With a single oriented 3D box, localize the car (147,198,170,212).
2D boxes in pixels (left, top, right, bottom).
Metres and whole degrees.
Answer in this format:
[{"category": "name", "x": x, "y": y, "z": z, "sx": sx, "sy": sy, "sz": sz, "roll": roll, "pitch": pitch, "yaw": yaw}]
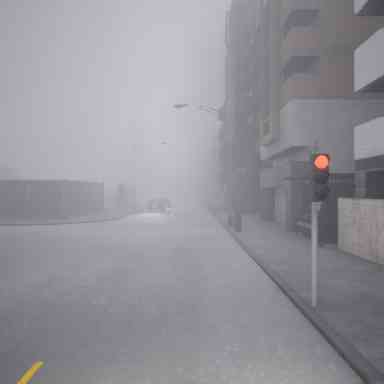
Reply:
[{"category": "car", "x": -4.127, "y": 1.491, "z": 39.308, "sx": 2.128, "sy": 1.511, "sz": 4.902, "roll": 0, "pitch": 0, "yaw": 0}]
